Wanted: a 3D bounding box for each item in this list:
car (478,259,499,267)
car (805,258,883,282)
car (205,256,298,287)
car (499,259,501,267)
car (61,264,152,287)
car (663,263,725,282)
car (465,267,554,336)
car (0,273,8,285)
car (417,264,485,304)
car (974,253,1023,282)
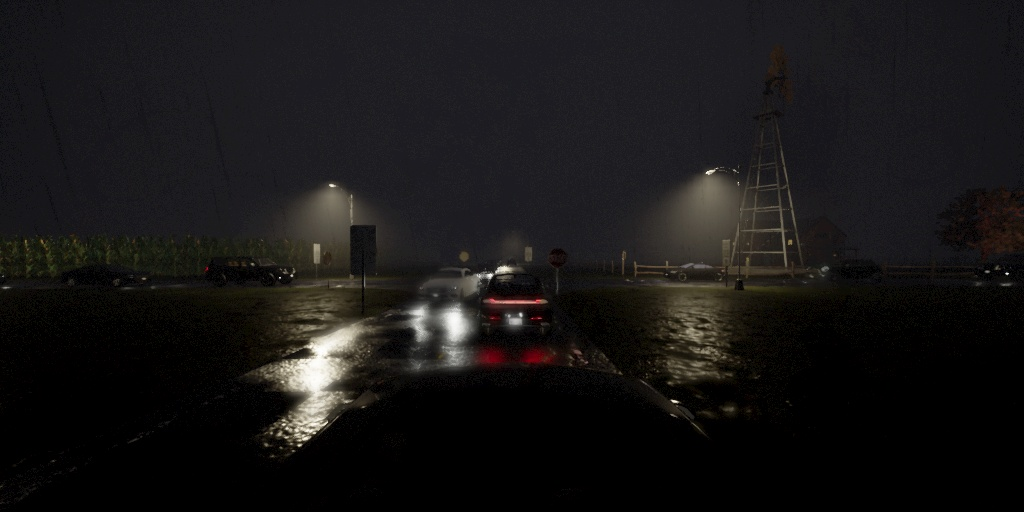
[{"bbox_3d":[-2.926,1.287,41.502,1.994,1.385,4.181,0,0,1],"label":"car"},{"bbox_3d":[25.081,0.978,27.223,4.553,1.767,2.097,0,1,2],"label":"car"},{"bbox_3d":[-18.154,1.039,25.060,5.566,2.045,2.150,0,1,0],"label":"car"},{"bbox_3d":[-2.933,1.216,50.402,1.837,1.490,4.892,0,0,0],"label":"car"},{"bbox_3d":[-28.239,1.332,25.065,5.008,1.535,1.882,0,1,0],"label":"car"},{"bbox_3d":[13.920,1.228,27.542,4.181,1.385,1.994,0,1,2],"label":"car"},{"bbox_3d":[0.094,1.239,10.340,2.128,1.511,4.902,0,0,0],"label":"car"},{"bbox_3d":[-38.429,1.419,25.017,4.674,1.442,1.812,0,1,-1],"label":"car"},{"bbox_3d":[-2.750,1.270,16.470,1.812,1.442,4.674,-1,0,7],"label":"car"},{"bbox_3d":[38.359,0.796,26.718,5.566,2.045,2.150,-1,1,3],"label":"car"}]
